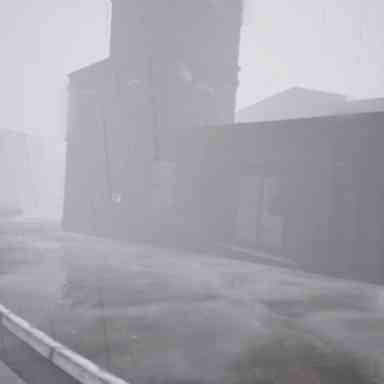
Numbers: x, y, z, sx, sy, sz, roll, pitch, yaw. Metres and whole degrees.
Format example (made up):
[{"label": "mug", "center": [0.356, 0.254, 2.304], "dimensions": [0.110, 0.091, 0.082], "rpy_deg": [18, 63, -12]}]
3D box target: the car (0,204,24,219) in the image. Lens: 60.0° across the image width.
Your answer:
[{"label": "car", "center": [-19.688, 2.002, 35.535], "dimensions": [2.128, 1.511, 4.902], "rpy_deg": [4, -2, -5]}]
